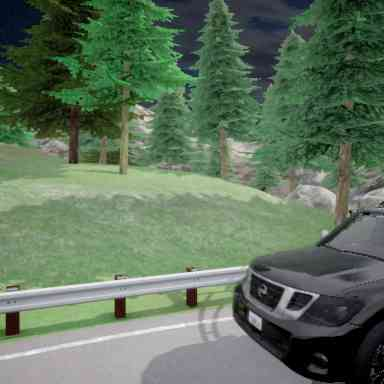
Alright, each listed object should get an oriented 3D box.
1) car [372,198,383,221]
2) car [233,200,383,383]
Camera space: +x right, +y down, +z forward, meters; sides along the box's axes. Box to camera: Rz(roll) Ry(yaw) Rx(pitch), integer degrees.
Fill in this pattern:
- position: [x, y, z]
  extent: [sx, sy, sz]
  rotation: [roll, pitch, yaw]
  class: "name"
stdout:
- position: [16.344, 1.367, 25.262]
  extent: [2.097, 1.767, 4.553]
  rotation: [0, 0, -19]
  class: "car"
- position: [3.408, 1.221, 4.932]
  extent: [5.566, 2.045, 2.150]
  rotation: [0, 0, -18]
  class: "car"
